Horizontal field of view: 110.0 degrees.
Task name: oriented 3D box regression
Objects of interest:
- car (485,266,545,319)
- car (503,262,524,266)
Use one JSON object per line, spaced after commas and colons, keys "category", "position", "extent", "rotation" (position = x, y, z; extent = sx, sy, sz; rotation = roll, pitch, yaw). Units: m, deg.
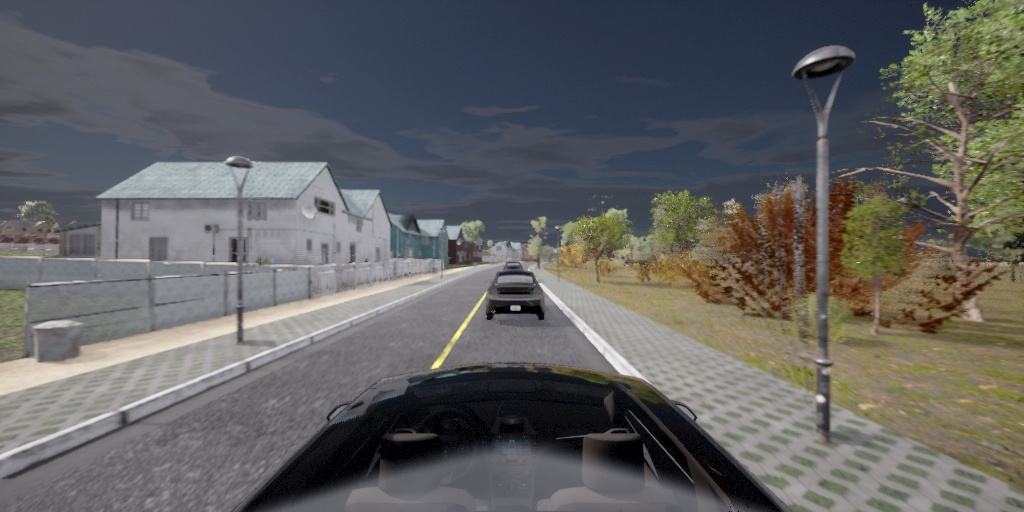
{"category": "car", "position": [0.101, 1.258, 12.733], "extent": [1.837, 1.490, 4.892], "rotation": [0, 0, 0]}
{"category": "car", "position": [0.142, 1.262, 33.122], "extent": [1.837, 1.490, 4.892], "rotation": [0, 0, 1]}
